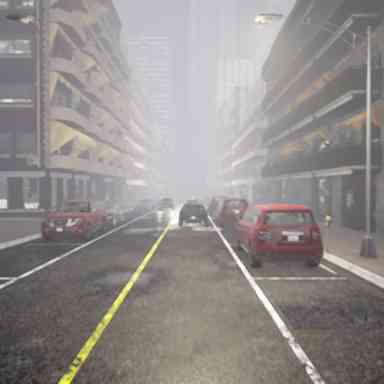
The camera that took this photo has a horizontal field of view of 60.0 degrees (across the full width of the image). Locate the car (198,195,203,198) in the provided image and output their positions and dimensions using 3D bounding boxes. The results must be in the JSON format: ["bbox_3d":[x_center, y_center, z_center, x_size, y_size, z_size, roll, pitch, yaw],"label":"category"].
[{"bbox_3d":[0.085,1.518,45.381,1.994,1.385,4.181,0,0,0],"label":"car"}]

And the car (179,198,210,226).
[{"bbox_3d":[0.091,1.454,23.281,1.882,1.535,5.008,0,0,0],"label":"car"}]

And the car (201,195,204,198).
[{"bbox_3d":[2.658,1.464,61.756,1.752,1.417,4.829,-1,0,0],"label":"car"}]

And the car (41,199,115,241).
[{"bbox_3d":[-5.699,1.297,16.795,2.192,1.841,5.009,-1,0,0],"label":"car"}]

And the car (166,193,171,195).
[{"bbox_3d":[-5.723,1.484,67.214,2.008,1.369,4.403,-1,0,0],"label":"car"}]

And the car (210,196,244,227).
[{"bbox_3d":[2.669,1.292,22.372,2.192,1.841,5.009,-1,0,0],"label":"car"}]

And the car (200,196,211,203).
[{"bbox_3d":[2.657,1.500,67.188,1.947,1.339,4.313,-1,0,0],"label":"car"}]

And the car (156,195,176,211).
[{"bbox_3d":[-3.052,1.464,40.878,1.837,1.490,4.892,0,0,0],"label":"car"}]

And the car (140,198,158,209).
[{"bbox_3d":[-5.716,1.537,44.806,1.802,1.307,4.206,-1,0,0],"label":"car"}]

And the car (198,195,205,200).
[{"bbox_3d":[2.647,1.476,95.198,1.947,1.339,4.313,-1,0,0],"label":"car"}]

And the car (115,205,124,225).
[{"bbox_3d":[-5.715,1.527,22.398,2.008,1.369,4.403,-1,0,0],"label":"car"}]

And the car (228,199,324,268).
[{"bbox_3d":[2.673,1.304,11.168,2.192,1.841,5.009,-1,0,0],"label":"car"}]

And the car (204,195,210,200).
[{"bbox_3d":[2.665,1.281,33.576,2.192,1.841,5.009,-1,0,0],"label":"car"}]

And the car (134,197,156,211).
[{"bbox_3d":[-5.714,1.542,39.204,1.802,1.307,4.206,-1,0,0],"label":"car"}]

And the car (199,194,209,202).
[{"bbox_3d":[2.653,1.369,72.790,1.967,1.590,4.097,-1,0,0],"label":"car"}]
